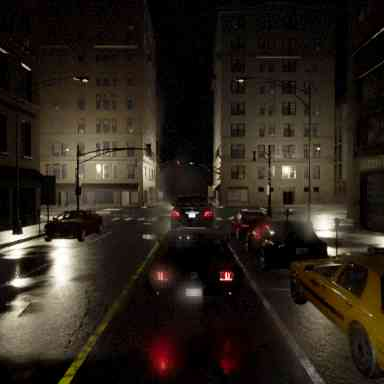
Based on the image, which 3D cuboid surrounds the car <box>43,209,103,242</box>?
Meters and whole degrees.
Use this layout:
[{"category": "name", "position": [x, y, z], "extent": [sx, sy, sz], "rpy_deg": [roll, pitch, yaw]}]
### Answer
[{"category": "car", "position": [-5.675, 1.538, 16.300], "extent": [1.887, 1.381, 4.507], "rpy_deg": [-1, 0, 0]}]

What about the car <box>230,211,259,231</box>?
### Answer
[{"category": "car", "position": [2.870, 1.576, 16.298], "extent": [1.802, 1.307, 4.206], "rpy_deg": [-1, 0, 0]}]

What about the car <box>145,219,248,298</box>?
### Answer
[{"category": "car", "position": [0.046, 1.598, 8.467], "extent": [1.895, 1.301, 4.718], "rpy_deg": [0, 0, 0]}]

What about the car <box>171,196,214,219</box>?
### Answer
[{"category": "car", "position": [0.002, 1.215, 18.459], "extent": [2.150, 2.045, 5.566], "rpy_deg": [0, 0, 0]}]

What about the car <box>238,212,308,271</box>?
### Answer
[{"category": "car", "position": [2.867, 1.562, 10.712], "extent": [1.947, 1.339, 4.313], "rpy_deg": [-1, 0, 0]}]

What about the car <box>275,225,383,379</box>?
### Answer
[{"category": "car", "position": [2.863, 1.524, 5.296], "extent": [1.752, 1.417, 4.829], "rpy_deg": [-1, 0, 0]}]
